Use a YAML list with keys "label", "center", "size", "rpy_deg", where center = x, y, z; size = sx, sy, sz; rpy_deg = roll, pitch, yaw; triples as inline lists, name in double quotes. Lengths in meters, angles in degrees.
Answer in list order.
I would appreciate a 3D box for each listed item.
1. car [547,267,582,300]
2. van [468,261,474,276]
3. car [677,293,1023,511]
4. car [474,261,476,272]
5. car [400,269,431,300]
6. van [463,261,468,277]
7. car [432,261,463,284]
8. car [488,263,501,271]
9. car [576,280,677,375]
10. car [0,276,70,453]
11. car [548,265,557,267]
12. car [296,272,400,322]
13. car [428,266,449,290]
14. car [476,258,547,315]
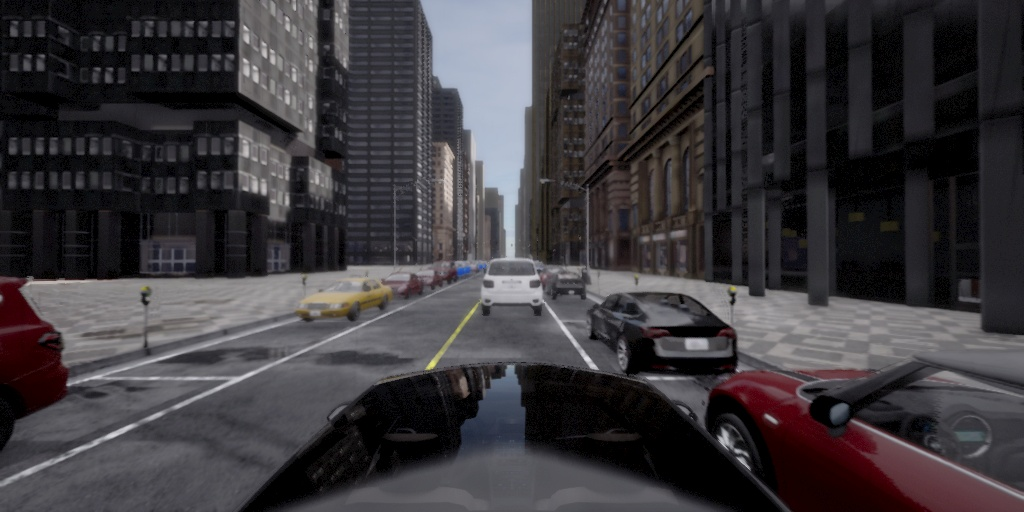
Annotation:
- label: "car"
  center: [2.751, 1.468, 18.783]
  size: [2.007, 1.370, 4.403]
  rpy_deg: [0, 0, 0]
- label: "van"
  center: [-5.791, 1.483, 41.477]
  size: [1.690, 1.789, 3.998]
  rpy_deg: [0, 0, 0]
- label: "car"
  center: [2.763, 1.191, 1.752]
  size: [1.967, 1.591, 4.097]
  rpy_deg: [0, 0, 0]
- label: "car"
  center: [-5.800, 1.840, 52.831]
  size: [1.802, 1.307, 4.207]
  rpy_deg: [0, 0, 0]
- label: "car"
  center: [-5.774, 1.499, 18.769]
  size: [1.802, 1.307, 4.207]
  rpy_deg: [0, 0, 0]
- label: "van"
  center: [-5.787, 1.427, 35.800]
  size: [1.690, 1.789, 3.998]
  rpy_deg: [0, 0, 0]
- label: "car"
  center: [-5.783, 1.344, 30.123]
  size: [2.192, 1.841, 5.009]
  rpy_deg: [0, 0, 0]
- label: "car"
  center: [-3.084, 1.933, 63.777]
  size: [1.994, 1.385, 4.181]
  rpy_deg: [0, -1, 1]
- label: "car"
  center: [2.759, 1.372, 7.429]
  size: [1.948, 1.339, 4.313]
  rpy_deg: [0, 0, 0]
- label: "car"
  center: [-5.762, 1.065, 1.737]
  size: [2.192, 1.841, 5.009]
  rpy_deg: [0, 0, 0]
- label: "car"
  center: [2.746, 1.413, 24.460]
  size: [1.967, 1.591, 4.097]
  rpy_deg: [0, 0, 0]
- label: "car"
  center: [-5.770, 1.386, 12.921]
  size: [1.751, 1.417, 4.829]
  rpy_deg: [0, 0, 0]
- label: "car"
  center: [-5.779, 1.555, 24.446]
  size: [1.802, 1.307, 4.207]
  rpy_deg: [0, 0, 0]
- label: "car"
  center: [0.001, 1.100, 14.443]
  size: [2.150, 2.045, 5.566]
  rpy_deg: [0, 0, 0]
